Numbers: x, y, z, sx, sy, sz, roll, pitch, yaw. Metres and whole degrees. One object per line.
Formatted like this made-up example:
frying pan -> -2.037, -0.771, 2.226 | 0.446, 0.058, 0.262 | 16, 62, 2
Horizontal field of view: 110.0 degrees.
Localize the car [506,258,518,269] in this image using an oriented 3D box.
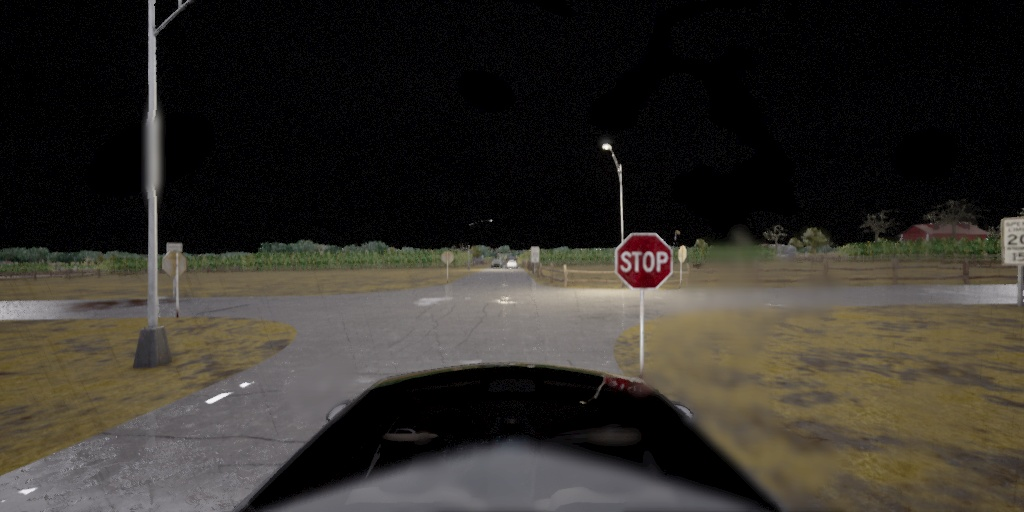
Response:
car -> 0.009, 1.480, 61.888 | 1.812, 1.442, 4.674 | 0, 0, 0
